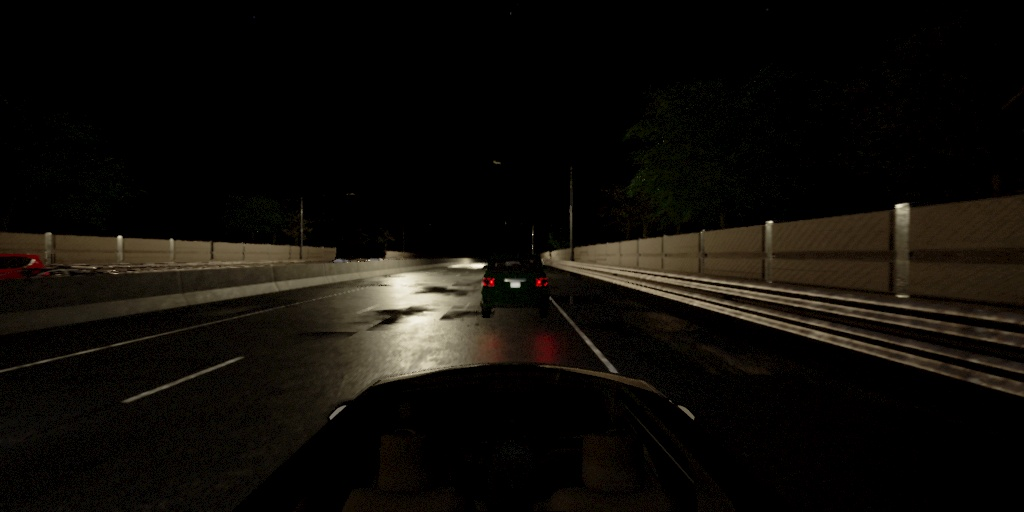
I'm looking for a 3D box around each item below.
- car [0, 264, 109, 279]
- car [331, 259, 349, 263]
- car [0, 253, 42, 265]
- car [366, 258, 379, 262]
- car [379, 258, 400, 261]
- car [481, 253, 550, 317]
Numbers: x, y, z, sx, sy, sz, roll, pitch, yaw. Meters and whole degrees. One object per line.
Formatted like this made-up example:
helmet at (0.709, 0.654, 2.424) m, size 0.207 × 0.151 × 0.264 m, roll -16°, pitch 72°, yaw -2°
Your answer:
car at (-17.597, 1.183, 13.330) m, size 2.128 × 1.511 × 4.902 m, roll 0°, pitch 0°, yaw 0°
car at (-24.570, 1.176, 51.213) m, size 1.994 × 1.385 × 4.181 m, roll 0°, pitch 0°, yaw 0°
car at (-21.099, 0.914, 13.204) m, size 2.150 × 2.045 × 5.566 m, roll 0°, pitch 0°, yaw 0°
car at (-21.051, 1.104, 55.010) m, size 2.128 × 1.511 × 4.902 m, roll 0°, pitch 0°, yaw 1°
car at (-17.560, 1.161, 53.655) m, size 2.033 × 1.411 × 5.357 m, roll 0°, pitch 0°, yaw 1°
car at (0.100, 0.916, 13.043) m, size 2.150 × 2.045 × 5.566 m, roll 0°, pitch 0°, yaw 0°
